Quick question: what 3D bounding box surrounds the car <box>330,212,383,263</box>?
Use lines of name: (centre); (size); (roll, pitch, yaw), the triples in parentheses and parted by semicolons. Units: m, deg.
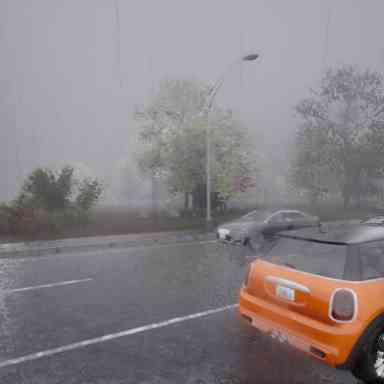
car: (7.424, 1.539, 12.397); (4.181, 1.385, 1.994); (0, 0, -28)

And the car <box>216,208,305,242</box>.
car: (3.307, 1.452, 14.089); (4.902, 1.511, 2.128); (0, 0, -30)

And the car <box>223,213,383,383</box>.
car: (3.014, 1.341, 5.519); (4.553, 1.767, 2.097); (0, 0, -33)
